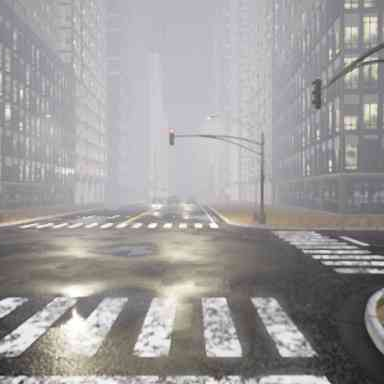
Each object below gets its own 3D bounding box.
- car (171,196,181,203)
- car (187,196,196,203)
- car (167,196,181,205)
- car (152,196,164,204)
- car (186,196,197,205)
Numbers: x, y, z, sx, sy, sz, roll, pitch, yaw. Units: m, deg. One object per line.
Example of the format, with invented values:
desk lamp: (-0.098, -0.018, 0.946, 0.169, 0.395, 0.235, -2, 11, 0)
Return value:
car: (-3.341, 1.573, 70.423, 1.895, 1.301, 4.718, 0, 0, 0)
car: (-0.091, 1.548, 70.814, 1.994, 1.385, 4.181, 0, 0, 0)
car: (-3.328, 1.459, 60.362, 2.097, 1.767, 4.553, 0, 0, 0)
car: (-6.584, 1.615, 64.556, 2.128, 1.511, 4.902, 0, 0, 0)
car: (-0.079, 1.710, 60.841, 1.895, 1.301, 4.718, 0, 0, 0)
